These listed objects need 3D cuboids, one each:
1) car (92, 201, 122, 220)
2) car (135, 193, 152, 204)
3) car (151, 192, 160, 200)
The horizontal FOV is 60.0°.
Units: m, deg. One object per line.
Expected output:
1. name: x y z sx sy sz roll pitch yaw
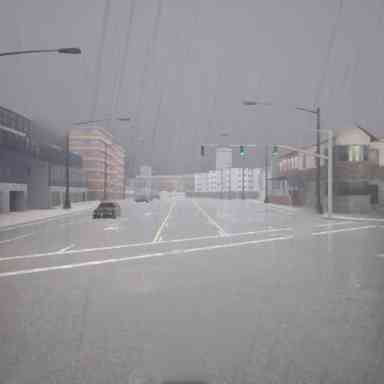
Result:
1. car: -7.334 1.623 29.100 1.837 1.490 4.892 0 1 -2
2. car: -8.172 1.174 54.786 1.994 1.385 4.181 0 1 -2
3. car: -9.015 0.938 80.581 2.150 2.045 5.566 0 -1 -2
